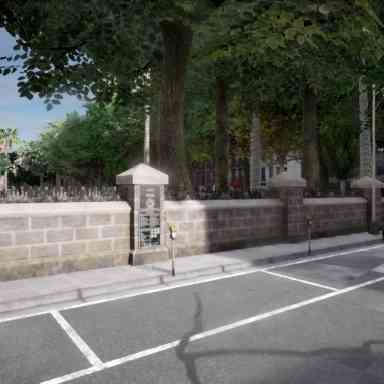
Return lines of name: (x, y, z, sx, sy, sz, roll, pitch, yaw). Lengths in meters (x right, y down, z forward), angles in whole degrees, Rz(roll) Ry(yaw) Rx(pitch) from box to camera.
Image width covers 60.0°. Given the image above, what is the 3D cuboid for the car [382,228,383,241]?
car: (9.787, 1.310, 13.521, 5.009, 1.841, 2.192, 0, 0, -36)
